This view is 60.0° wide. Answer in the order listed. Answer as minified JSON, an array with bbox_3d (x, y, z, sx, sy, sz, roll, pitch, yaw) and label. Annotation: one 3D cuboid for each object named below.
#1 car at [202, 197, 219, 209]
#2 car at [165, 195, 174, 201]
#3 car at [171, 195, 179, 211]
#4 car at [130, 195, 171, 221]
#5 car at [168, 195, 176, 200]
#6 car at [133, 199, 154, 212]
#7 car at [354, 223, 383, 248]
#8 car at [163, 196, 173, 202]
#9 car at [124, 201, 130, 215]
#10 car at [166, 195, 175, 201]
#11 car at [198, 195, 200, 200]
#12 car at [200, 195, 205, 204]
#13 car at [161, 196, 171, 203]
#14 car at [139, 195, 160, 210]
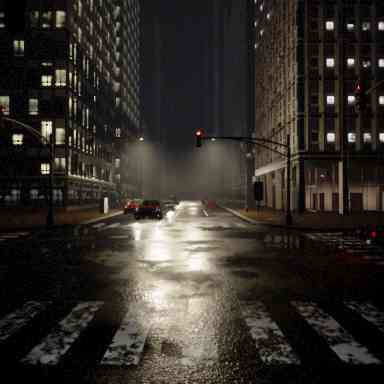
[{"bbox_3d":[2.681,1.599,45.034,1.802,1.307,4.206,1,0,0],"label":"car"},{"bbox_3d":[-5.718,1.578,83.994,1.887,1.381,4.507,1,0,0],"label":"car"},{"bbox_3d":[-3.117,1.507,41.463,2.128,1.511,4.902,0,0,0],"label":"car"},{"bbox_3d":[-3.272,1.362,27.191,2.097,1.767,4.553,0,0,3],"label":"car"},{"bbox_3d":[-5.724,1.604,95.144,1.947,1.339,4.313,1,0,0],"label":"car"},{"bbox_3d":[-5.696,1.597,39.393,1.802,1.307,4.206,1,0,0],"label":"car"},{"bbox_3d":[8.897,1.591,12.509,4.718,1.301,1.895,0,-1,4],"label":"car"},{"bbox_3d":[-5.715,1.581,78.419,2.008,1.369,4.403,1,0,0],"label":"car"},{"bbox_3d":[-5.690,1.453,33.818,1.967,1.590,4.097,1,0,0],"label":"car"},{"bbox_3d":[-5.721,1.586,89.569,2.008,1.369,4.403,1,0,0],"label":"car"},{"bbox_3d":[2.673,1.590,61.767,1.947,1.339,4.313,1,0,0],"label":"car"},{"bbox_3d":[2.677,1.547,56.360,1.752,1.417,4.829,1,0,0],"label":"car"},{"bbox_3d":[-5.712,1.573,72.844,1.887,1.381,4.507,1,0,0],"label":"car"},{"bbox_3d":[-5.694,1.332,44.968,2.192,1.841,5.009,1,0,0],"label":"car"}]
